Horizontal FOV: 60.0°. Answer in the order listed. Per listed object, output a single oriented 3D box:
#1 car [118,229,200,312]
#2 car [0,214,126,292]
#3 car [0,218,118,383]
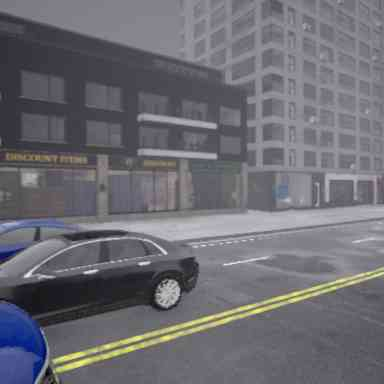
[{"bbox_3d":[-2.108,1.509,6.172,4.892,1.490,1.837,0,0,-35],"label":"car"},{"bbox_3d":[-4.405,1.481,8.526,5.008,1.535,1.882,0,0,-35],"label":"car"},{"bbox_3d":[-3.317,1.213,1.074,5.566,2.045,2.150,1,0,-35],"label":"car"}]
